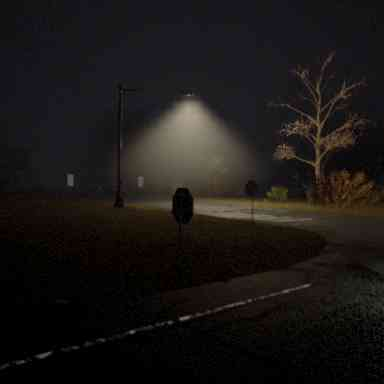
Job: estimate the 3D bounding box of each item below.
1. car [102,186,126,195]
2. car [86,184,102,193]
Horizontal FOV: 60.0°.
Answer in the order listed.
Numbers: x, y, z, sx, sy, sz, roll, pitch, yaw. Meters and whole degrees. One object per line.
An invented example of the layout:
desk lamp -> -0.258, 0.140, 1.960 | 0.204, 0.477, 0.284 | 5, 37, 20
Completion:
car -> -12.085, -0.186, 52.429 | 1.994, 1.385, 4.181 | 0, 2, -35
car -> -17.408, -0.693, 59.903 | 2.097, 1.767, 4.553 | 0, 2, -35
